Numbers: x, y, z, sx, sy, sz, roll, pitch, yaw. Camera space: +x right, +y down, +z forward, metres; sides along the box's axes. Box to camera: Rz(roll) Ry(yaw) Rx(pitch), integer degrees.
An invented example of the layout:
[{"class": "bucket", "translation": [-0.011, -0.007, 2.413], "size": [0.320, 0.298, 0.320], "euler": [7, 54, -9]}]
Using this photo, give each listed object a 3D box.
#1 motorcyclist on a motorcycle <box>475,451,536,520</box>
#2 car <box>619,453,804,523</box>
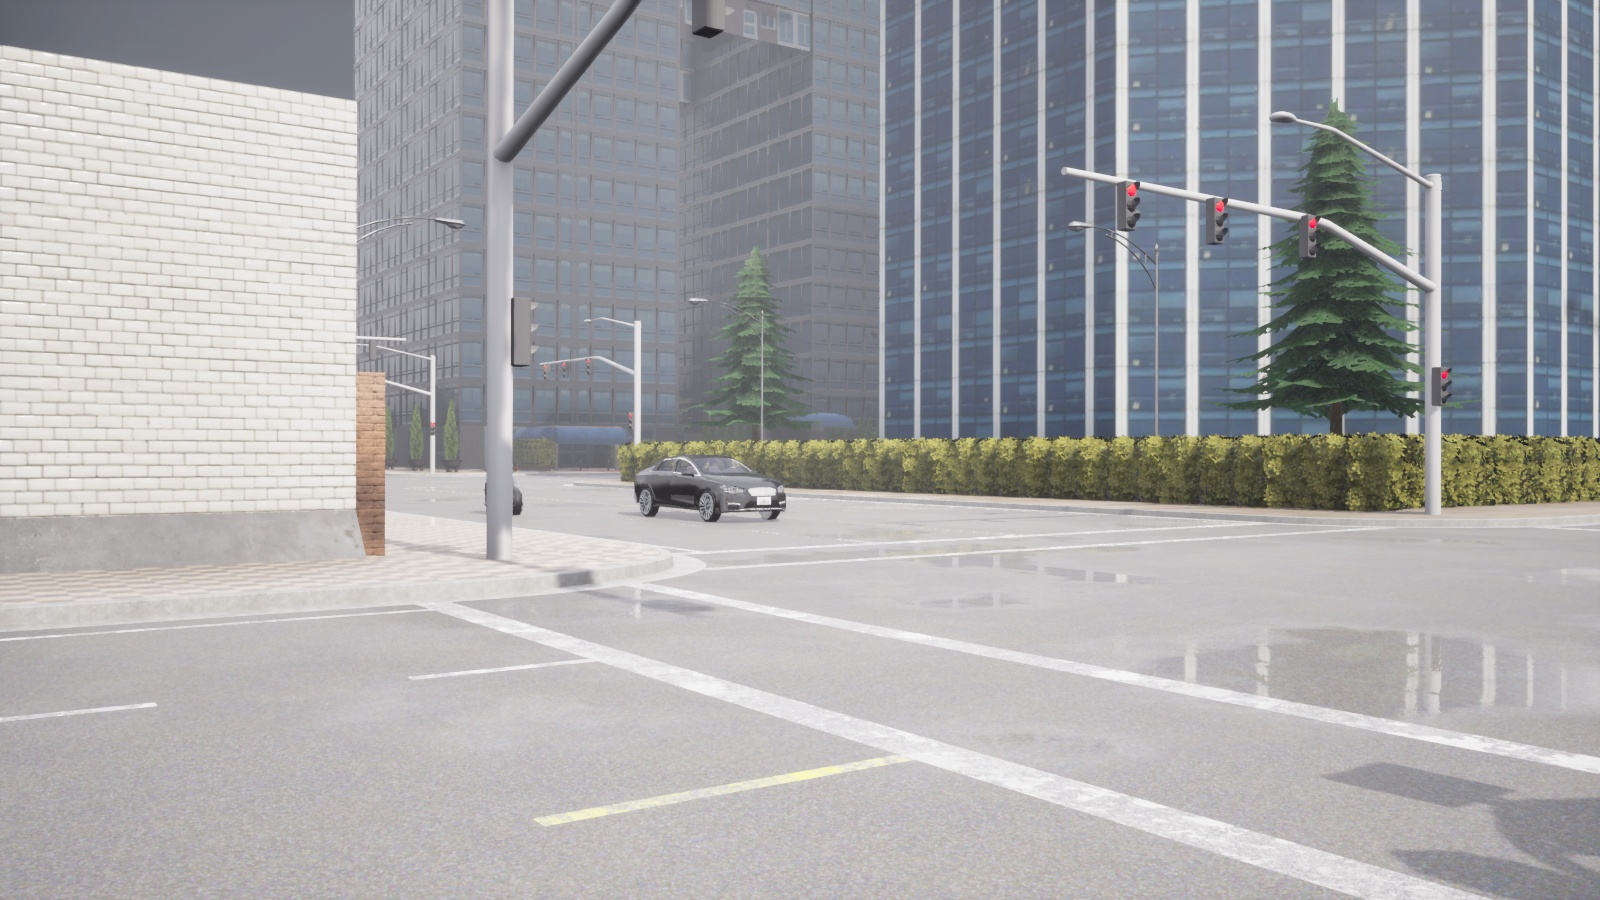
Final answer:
[{"class": "motorcyclist on a motorcycle", "translation": [-7.302, 0.842, 31.049], "size": [0.766, 1.649, 2.350], "euler": [0, 0, -31]}, {"class": "car", "translation": [-2.194, 0.834, 29.697], "size": [2.128, 1.511, 4.902], "euler": [0, 0, -35]}]
